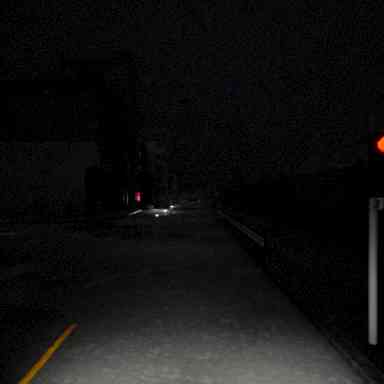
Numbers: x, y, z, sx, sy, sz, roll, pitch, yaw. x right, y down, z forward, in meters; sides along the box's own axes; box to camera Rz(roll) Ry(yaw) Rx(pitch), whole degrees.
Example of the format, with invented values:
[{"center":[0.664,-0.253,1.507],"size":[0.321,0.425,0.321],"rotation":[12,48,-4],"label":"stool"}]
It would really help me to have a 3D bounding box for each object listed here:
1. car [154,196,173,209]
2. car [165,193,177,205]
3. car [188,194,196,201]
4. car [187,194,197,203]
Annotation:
[{"center":[-4.067,1.555,45.660],"size":[1.994,1.385,4.181],"rotation":[0,0,0],"label":"car"},{"center":[-4.054,1.342,55.390],"size":[2.097,1.767,4.553],"rotation":[0,0,0],"label":"car"},{"center":[0.041,1.296,76.663],"size":[1.882,1.535,5.008],"rotation":[0,0,0],"label":"car"},{"center":[0.038,1.479,66.243],"size":[2.128,1.511,4.902],"rotation":[0,0,0],"label":"car"}]
